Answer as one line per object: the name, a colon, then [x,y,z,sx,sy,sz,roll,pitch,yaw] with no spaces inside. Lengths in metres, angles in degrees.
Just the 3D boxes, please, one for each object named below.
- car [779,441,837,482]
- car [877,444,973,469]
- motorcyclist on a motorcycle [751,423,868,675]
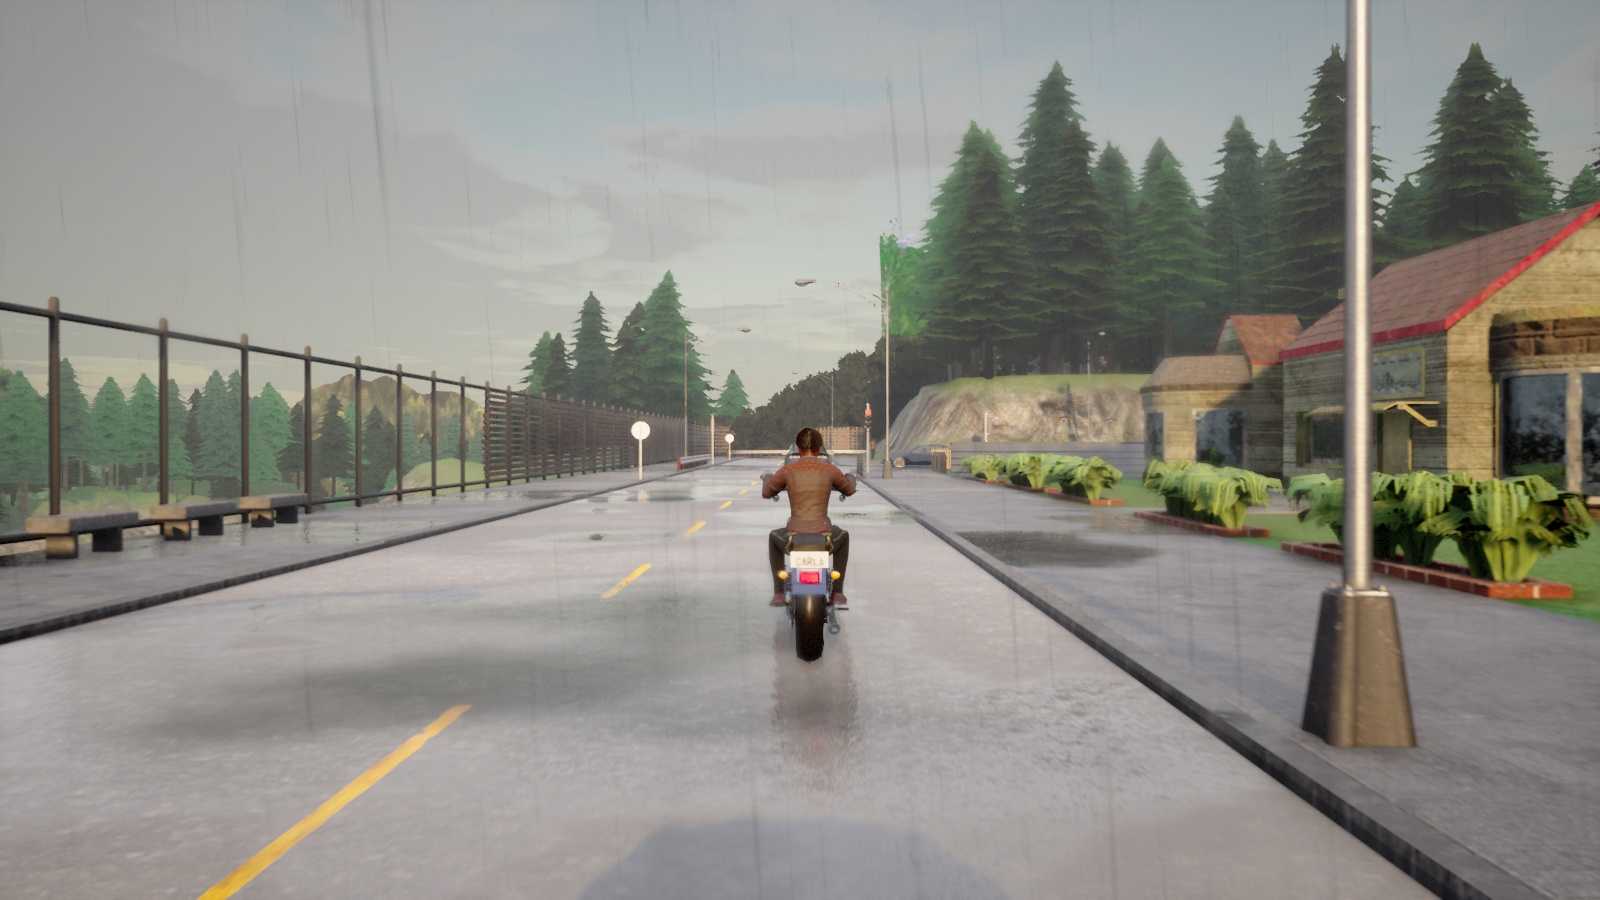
car: [0.306,0.426,49.145,2.128,1.511,4.902,0,0,0]
car: [7.254,0.388,73.069,5.357,1.411,2.033,0,0,-1]
motorcyclist on a motorcycle: [0.069,0.644,9.406,0.766,1.649,2.350,0,0,0]
